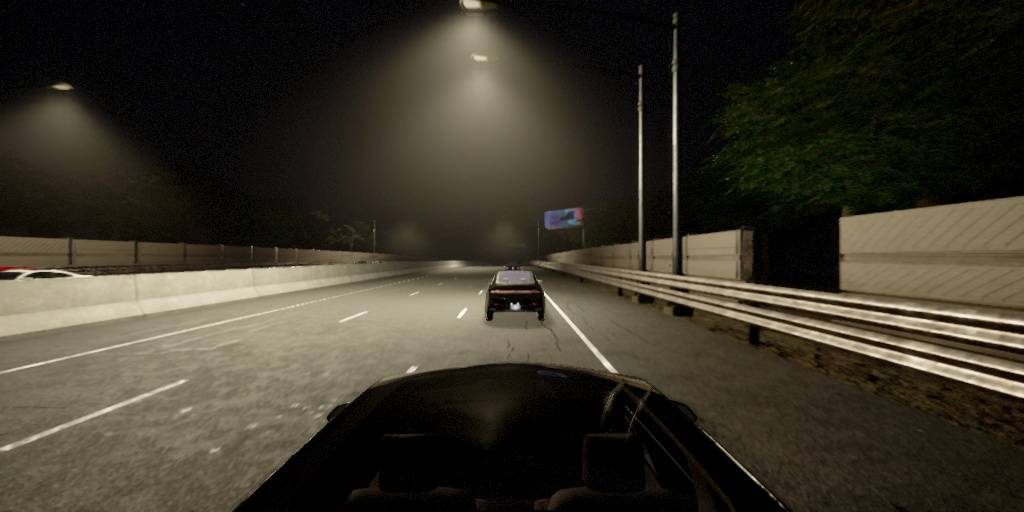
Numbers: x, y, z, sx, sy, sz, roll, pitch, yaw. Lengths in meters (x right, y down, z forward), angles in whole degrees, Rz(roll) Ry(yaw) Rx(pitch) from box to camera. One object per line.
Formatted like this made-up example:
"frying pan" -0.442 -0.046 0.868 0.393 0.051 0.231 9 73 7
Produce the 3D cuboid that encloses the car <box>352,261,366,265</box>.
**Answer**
"car" -24.531 1.507 58.890 2.128 1.511 4.902 0 -1 1

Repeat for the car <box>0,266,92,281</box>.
"car" -21.097 1.298 15.482 1.812 1.442 4.674 0 0 0

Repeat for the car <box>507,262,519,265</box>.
"car" 0.104 1.418 41.836 2.033 1.411 5.357 0 0 0

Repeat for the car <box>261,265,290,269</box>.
"car" -17.592 1.372 26.678 1.994 1.385 4.181 0 0 0

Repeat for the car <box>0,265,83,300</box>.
"car" -24.596 1.255 17.259 1.882 1.535 5.008 0 0 0

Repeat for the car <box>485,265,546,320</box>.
"car" 0.101 1.256 12.672 2.128 1.511 4.902 0 0 0

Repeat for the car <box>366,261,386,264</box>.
"car" -21.043 1.561 57.282 1.994 1.385 4.181 0 -1 1
